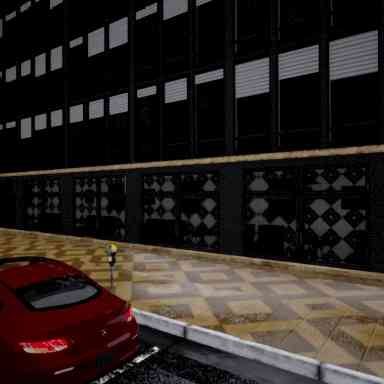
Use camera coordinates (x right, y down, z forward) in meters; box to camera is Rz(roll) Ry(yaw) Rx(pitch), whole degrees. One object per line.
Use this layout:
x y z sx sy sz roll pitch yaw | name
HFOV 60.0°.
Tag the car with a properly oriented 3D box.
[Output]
-2.578 1.582 4.665 4.206 1.307 1.802 0 0 35 | car
